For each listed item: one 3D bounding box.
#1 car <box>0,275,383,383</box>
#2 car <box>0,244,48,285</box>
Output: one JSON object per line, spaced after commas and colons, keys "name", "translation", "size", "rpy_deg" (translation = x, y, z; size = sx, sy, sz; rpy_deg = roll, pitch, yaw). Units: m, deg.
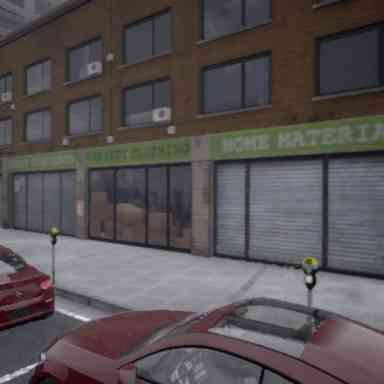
{"name": "car", "translation": [0.417, 1.578, 2.668], "size": [4.206, 1.307, 1.802], "rpy_deg": [0, 0, 36]}
{"name": "car", "translation": [-4.106, 1.548, 5.895], "size": [4.206, 1.307, 1.802], "rpy_deg": [0, 0, 36]}
